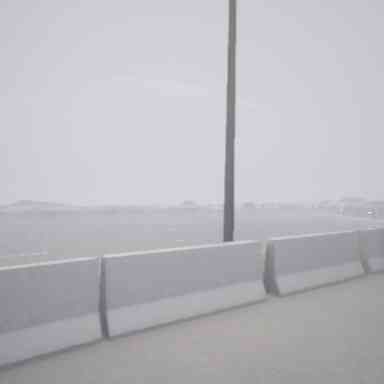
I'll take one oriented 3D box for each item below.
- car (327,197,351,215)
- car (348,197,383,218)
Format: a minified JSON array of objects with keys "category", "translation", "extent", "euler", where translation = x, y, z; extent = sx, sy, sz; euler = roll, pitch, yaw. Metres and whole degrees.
[{"category":"car","translation":[15.925,1.307,33.721],"extent":[4.553,1.767,2.097],"euler":[1,1,-26]},{"category":"car","translation":[16.980,1.508,30.369],"extent":[4.892,1.490,1.837],"euler":[0,1,-26]}]
